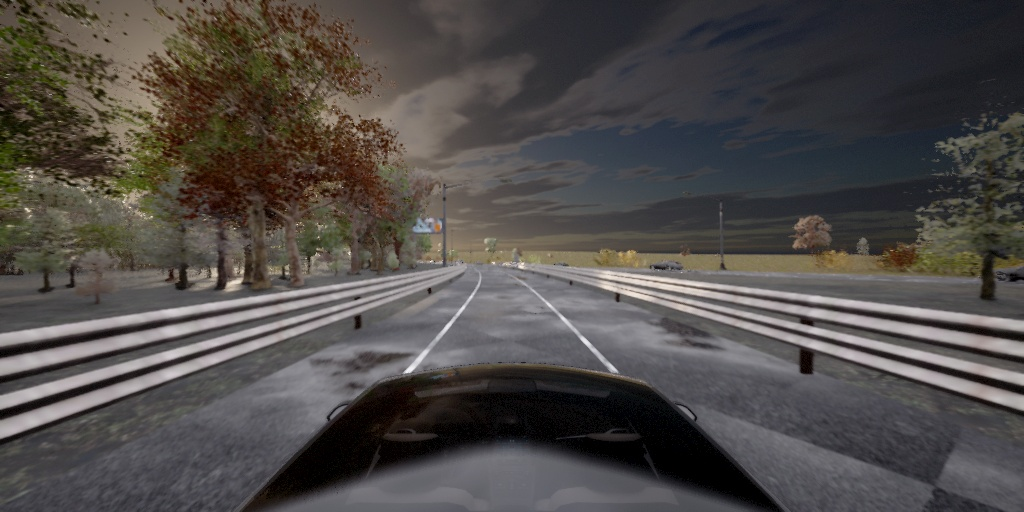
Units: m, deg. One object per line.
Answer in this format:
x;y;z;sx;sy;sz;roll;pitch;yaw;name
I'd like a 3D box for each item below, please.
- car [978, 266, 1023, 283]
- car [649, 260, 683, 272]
33.496;1.039;22.302;2.033;1.411;5.357;0;-1;-24;car
21.274;1.361;49.671;2.128;1.511;4.902;0;-1;-24;car
